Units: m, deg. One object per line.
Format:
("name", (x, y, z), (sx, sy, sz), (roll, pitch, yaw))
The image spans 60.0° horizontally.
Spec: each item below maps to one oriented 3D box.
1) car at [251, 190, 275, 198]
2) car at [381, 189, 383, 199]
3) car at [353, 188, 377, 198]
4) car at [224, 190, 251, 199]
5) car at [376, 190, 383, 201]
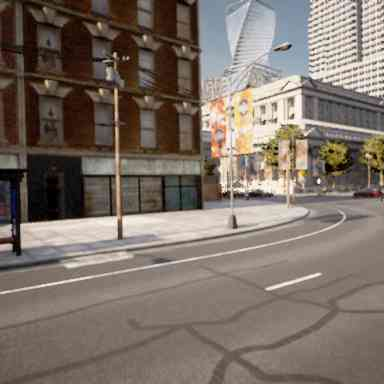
("car", (12.118, 0.345, 58.502), (2.033, 1.411, 5.357), (-2, 1, -28))
("car", (27.723, 0.268, 44.445), (1.895, 1.301, 4.718), (-1, 1, -6))
("car", (26.410, 0.133, 50.022), (2.002, 1.452, 4.674), (-2, 1, -16))
("car", (7.655, 0.365, 59.110), (1.882, 1.535, 5.008), (-2, 1, -32))
("car", (21.743, 0.516, 34.294), (2.033, 1.411, 5.357), (-1, 1, 1))
